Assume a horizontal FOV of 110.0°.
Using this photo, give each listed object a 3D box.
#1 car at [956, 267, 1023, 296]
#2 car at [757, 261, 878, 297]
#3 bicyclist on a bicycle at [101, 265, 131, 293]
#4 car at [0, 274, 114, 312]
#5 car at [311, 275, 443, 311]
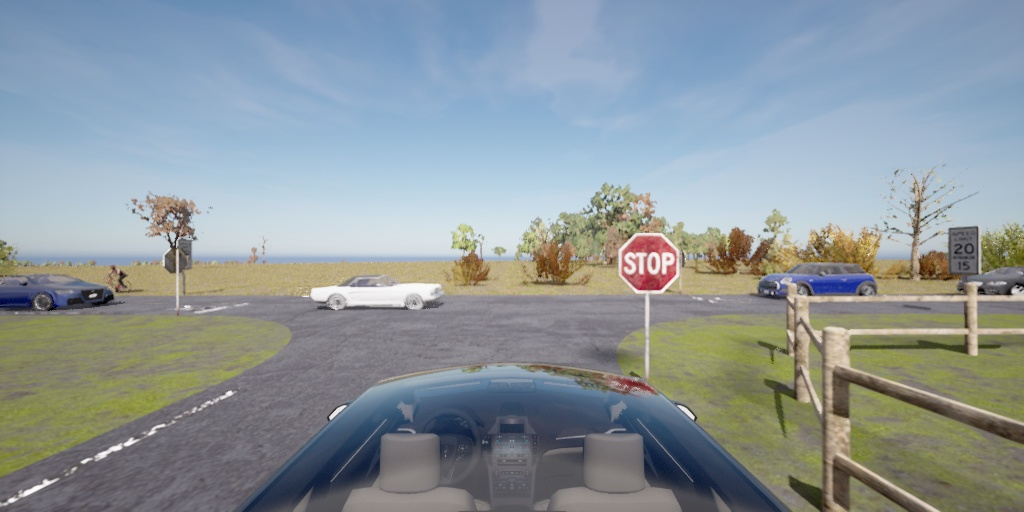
[{"bbox_3d":[24.286,1.248,17.038,4.902,1.511,2.128,0,0,0],"label":"car"},{"bbox_3d":[14.380,1.130,17.107,4.553,1.767,2.097,0,0,0],"label":"car"},{"bbox_3d":[-22.527,1.345,20.388,0.582,1.620,1.656,0,0,0],"label":"bicyclist on a bicycle"},{"bbox_3d":[-18.827,1.418,14.379,4.181,1.385,1.994,0,0,-1],"label":"car"},{"bbox_3d":[-5.187,1.417,14.296,4.718,1.301,1.895,0,0,0],"label":"car"}]
